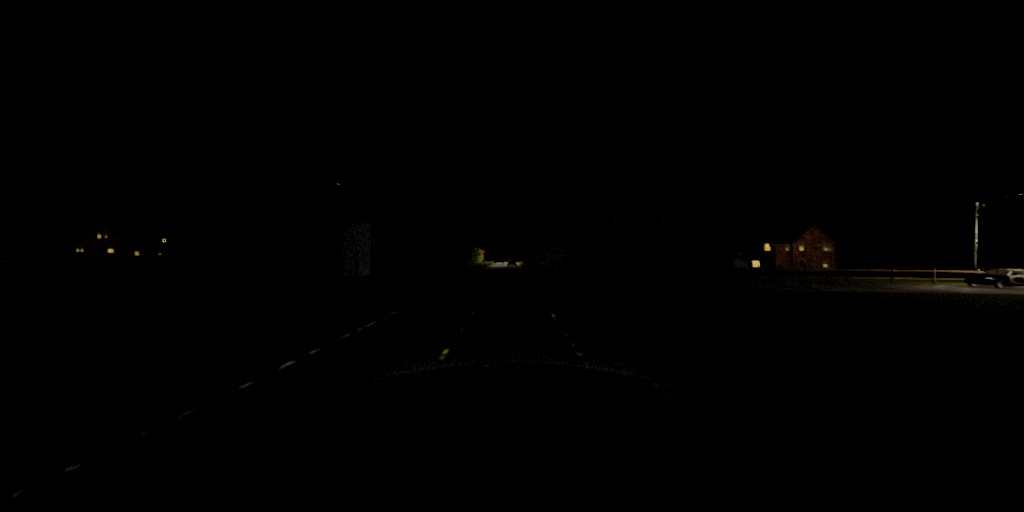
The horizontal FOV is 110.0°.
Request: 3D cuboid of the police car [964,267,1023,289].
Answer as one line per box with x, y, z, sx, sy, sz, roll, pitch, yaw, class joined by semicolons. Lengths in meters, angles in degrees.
39.013;1.690;28.412;5.238;1.638;1.930;1;1;0;police car
